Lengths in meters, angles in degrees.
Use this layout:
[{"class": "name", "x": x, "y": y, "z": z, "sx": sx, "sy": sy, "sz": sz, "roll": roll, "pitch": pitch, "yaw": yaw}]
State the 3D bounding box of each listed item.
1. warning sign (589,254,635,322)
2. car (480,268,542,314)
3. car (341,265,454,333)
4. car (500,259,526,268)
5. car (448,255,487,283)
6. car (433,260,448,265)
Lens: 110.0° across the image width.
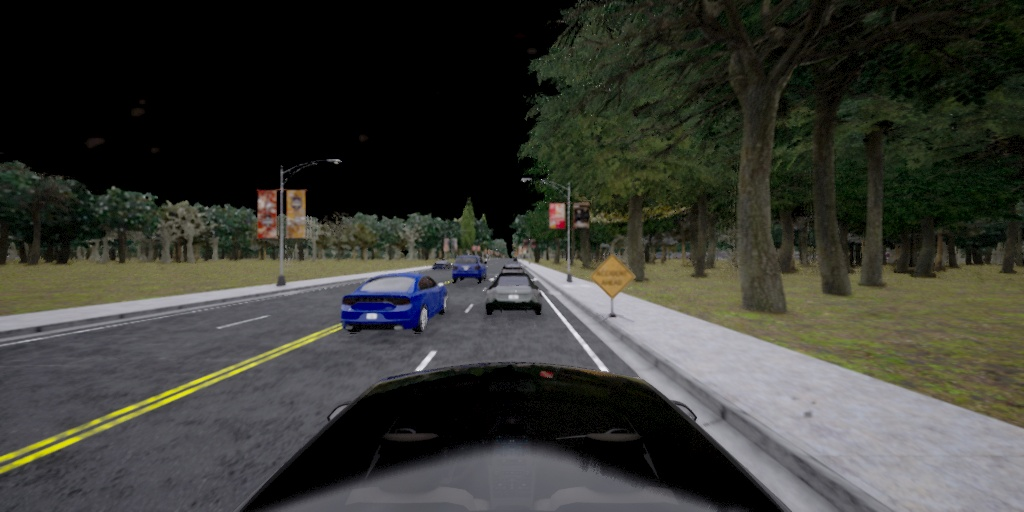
[{"class": "warning sign", "x": 2.848, "y": 0.862, "z": 10.197, "sx": 1.300, "sy": 1.860, "sz": 1.060, "roll": 0, "pitch": 0, "yaw": 0}, {"class": "car", "x": 0.065, "y": 1.309, "z": 13.694, "sx": 1.994, "sy": 1.385, "sz": 4.181, "roll": 0, "pitch": 0, "yaw": 0}, {"class": "car", "x": -3.203, "y": 1.224, "z": 10.726, "sx": 1.882, "sy": 1.535, "sz": 5.008, "roll": 0, "pitch": 0, "yaw": 1}, {"class": "car", "x": 0.062, "y": 1.236, "z": 28.768, "sx": 2.128, "sy": 1.511, "sz": 4.902, "roll": 0, "pitch": 0, "yaw": 0}, {"class": "car", "x": -3.192, "y": 0.968, "z": 27.736, "sx": 2.150, "sy": 2.045, "sz": 5.566, "roll": 0, "pitch": 0, "yaw": 0}, {"class": "car", "x": -9.844, "y": 1.296, "z": 50.446, "sx": 2.033, "sy": 1.411, "sz": 5.357, "roll": 0, "pitch": 0, "yaw": 0}]
